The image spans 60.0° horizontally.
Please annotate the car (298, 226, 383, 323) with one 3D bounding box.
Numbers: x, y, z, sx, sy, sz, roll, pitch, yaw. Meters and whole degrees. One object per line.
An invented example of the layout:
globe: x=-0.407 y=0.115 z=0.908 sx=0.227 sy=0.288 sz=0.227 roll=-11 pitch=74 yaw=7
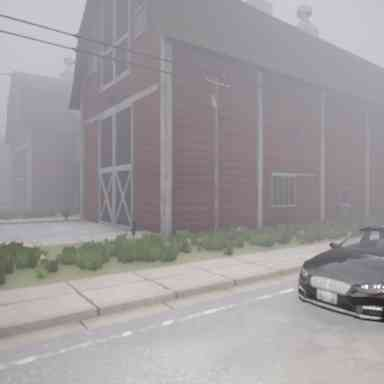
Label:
car: x=4.268 y=1.504 z=7.041 sx=4.902 sy=1.511 sz=2.128 roll=0 pitch=0 yaw=-36
